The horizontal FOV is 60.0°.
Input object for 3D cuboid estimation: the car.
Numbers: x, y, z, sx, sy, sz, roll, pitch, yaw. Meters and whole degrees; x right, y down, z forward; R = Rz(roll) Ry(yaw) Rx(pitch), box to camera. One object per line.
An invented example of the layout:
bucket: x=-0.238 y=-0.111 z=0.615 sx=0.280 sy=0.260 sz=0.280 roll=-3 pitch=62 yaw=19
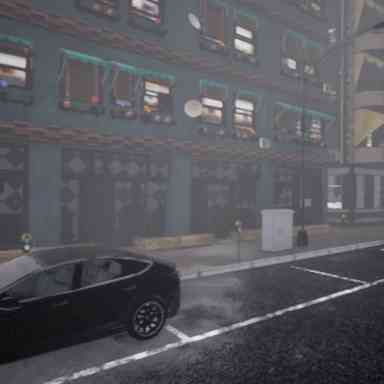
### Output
car: x=-2.163 y=1.572 z=5.011 sx=4.313 sy=1.339 sz=1.947 roll=0 pitch=0 yaw=-35
